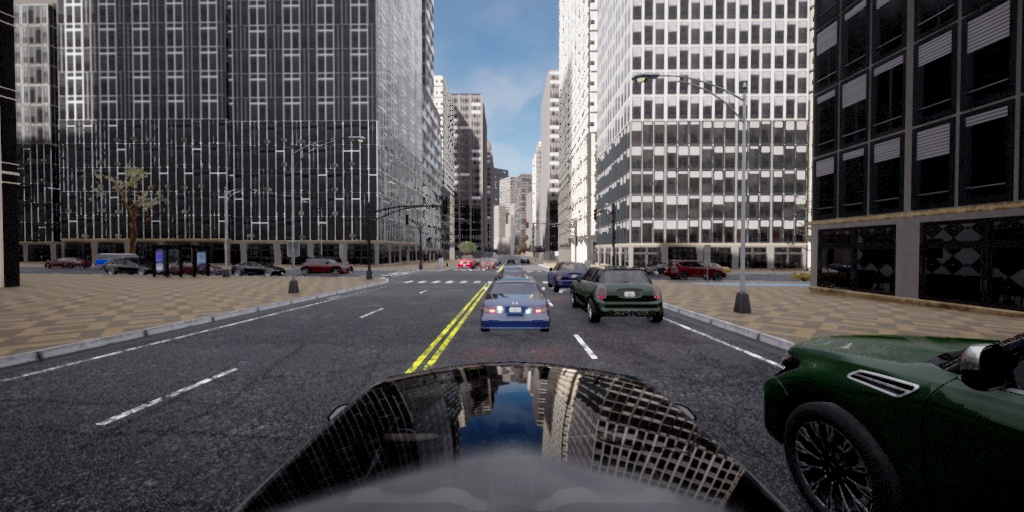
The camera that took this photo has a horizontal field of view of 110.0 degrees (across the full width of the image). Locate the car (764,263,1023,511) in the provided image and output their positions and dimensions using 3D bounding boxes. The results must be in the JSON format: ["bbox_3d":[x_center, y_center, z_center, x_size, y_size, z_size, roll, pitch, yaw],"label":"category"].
[{"bbox_3d":[3.339,0.963,0.865,2.150,2.045,5.566,0,-1,1],"label":"car"}]

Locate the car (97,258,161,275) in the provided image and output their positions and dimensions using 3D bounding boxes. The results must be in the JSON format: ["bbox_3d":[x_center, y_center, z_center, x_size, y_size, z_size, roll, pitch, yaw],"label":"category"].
[{"bbox_3d":[-34.165,1.065,32.532,4.313,1.339,1.948,0,0,1],"label":"car"}]

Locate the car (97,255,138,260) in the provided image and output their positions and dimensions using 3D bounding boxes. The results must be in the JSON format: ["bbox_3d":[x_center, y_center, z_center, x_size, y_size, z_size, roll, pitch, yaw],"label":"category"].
[{"bbox_3d":[-37.070,0.935,35.220,4.892,1.490,1.837,0,1,1],"label":"car"}]

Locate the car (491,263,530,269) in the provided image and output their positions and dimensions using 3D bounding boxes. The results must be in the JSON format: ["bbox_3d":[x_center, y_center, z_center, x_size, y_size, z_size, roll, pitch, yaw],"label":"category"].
[{"bbox_3d":[0.058,1.302,20.062,1.994,1.385,4.181,0,0,0],"label":"car"}]

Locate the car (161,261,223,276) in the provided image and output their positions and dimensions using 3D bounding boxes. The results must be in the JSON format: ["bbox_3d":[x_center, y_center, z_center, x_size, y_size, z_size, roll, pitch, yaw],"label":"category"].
[{"bbox_3d":[-28.484,1.134,32.371,4.207,1.307,1.802,0,0,1],"label":"car"}]

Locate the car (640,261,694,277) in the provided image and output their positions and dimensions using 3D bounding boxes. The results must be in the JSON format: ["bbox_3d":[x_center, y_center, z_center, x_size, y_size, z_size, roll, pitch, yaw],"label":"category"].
[{"bbox_3d":[16.211,1.357,37.609,4.892,1.490,1.837,-1,1,-1],"label":"car"}]

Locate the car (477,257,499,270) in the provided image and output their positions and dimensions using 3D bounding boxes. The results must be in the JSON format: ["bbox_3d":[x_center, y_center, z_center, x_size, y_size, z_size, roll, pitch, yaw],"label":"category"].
[{"bbox_3d":[-3.449,1.062,51.742,2.097,1.767,4.553,0,0,0],"label":"car"}]

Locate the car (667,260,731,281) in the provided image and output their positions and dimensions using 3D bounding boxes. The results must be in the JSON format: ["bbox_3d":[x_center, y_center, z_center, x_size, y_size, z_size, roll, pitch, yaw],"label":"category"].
[{"bbox_3d":[16.127,1.265,31.809,5.009,1.841,2.192,0,0,1],"label":"car"}]

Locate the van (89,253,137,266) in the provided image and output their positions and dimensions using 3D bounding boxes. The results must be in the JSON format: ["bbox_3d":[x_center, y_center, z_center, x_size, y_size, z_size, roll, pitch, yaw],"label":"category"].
[{"bbox_3d":[-45.375,0.600,41.167,3.998,1.789,1.690,0,0,1],"label":"van"}]

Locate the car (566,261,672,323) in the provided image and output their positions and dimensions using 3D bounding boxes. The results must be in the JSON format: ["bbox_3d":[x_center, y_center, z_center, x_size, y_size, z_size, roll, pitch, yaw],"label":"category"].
[{"bbox_3d":[3.327,1.096,12.264,2.097,1.767,4.553,0,0,0],"label":"car"}]

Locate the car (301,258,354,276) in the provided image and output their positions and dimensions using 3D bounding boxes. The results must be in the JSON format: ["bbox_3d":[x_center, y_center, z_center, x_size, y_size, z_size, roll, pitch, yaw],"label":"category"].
[{"bbox_3d":[-17.849,0.958,34.807,4.553,1.767,2.097,0,1,3],"label":"car"}]

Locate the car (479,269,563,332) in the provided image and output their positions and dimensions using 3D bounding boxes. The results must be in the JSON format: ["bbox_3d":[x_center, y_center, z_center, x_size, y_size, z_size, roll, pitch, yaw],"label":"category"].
[{"bbox_3d":[0.082,1.292,10.819,2.033,1.411,5.357,0,0,0],"label":"car"}]

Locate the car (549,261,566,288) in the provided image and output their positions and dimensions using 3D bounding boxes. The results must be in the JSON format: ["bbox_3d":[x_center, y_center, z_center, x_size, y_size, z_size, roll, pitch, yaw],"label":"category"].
[{"bbox_3d":[3.306,1.089,21.129,2.097,1.767,4.553,0,0,0],"label":"car"}]

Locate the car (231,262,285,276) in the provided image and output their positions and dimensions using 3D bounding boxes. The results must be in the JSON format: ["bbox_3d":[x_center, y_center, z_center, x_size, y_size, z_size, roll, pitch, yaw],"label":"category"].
[{"bbox_3d":[-22.799,1.169,32.251,4.313,1.339,1.948,0,0,1],"label":"car"}]

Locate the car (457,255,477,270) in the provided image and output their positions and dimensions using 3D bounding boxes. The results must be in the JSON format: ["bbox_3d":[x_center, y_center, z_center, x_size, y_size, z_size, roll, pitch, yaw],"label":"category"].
[{"bbox_3d":[-6.704,0.924,53.396,2.150,2.045,5.566,0,1,0],"label":"car"}]
